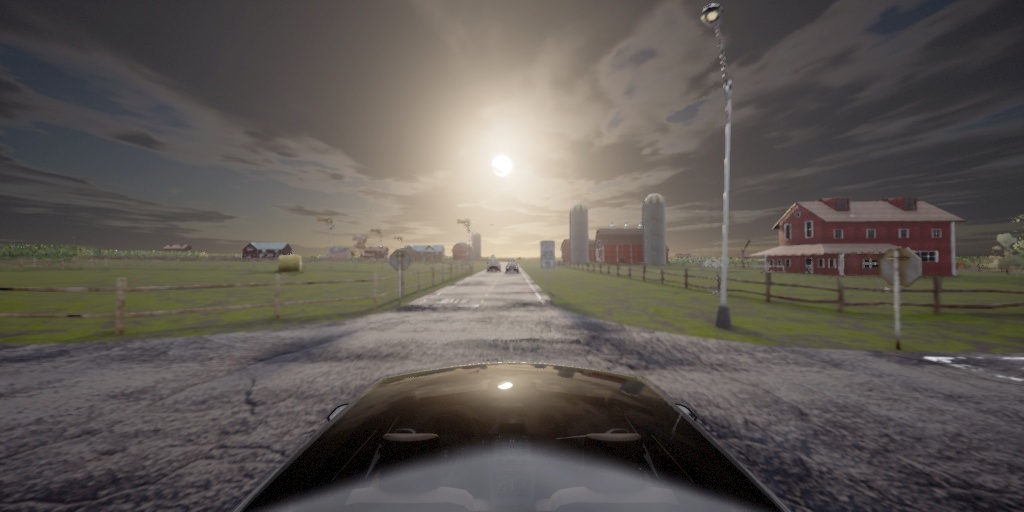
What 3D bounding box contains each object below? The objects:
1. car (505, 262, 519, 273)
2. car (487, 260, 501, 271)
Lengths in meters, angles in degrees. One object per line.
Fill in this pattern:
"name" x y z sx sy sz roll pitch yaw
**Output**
"car" 0.004 1.654 50.761 1.895 1.301 4.718 0 0 0
"car" -2.748 1.451 55.352 2.097 1.767 4.553 0 0 0
